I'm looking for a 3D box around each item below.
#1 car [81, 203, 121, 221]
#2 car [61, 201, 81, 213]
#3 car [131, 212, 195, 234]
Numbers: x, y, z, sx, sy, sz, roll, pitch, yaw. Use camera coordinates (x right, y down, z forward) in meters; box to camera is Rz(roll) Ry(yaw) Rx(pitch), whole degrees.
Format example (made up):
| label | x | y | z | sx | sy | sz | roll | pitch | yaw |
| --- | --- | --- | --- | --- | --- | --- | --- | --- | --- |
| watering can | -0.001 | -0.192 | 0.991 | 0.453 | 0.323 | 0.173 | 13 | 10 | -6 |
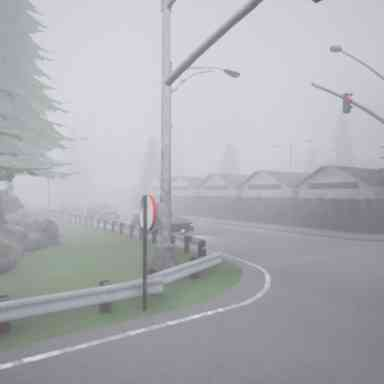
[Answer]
| label | x | y | z | sx | sy | sz | roll | pitch | yaw |
| --- | --- | --- | --- | --- | --- | --- | --- | --- | --- |
| car | -7.942 | 1.759 | 29.427 | 1.837 | 1.490 | 4.892 | 0 | 0 | -35 |
| car | -13.675 | 1.780 | 37.934 | 1.812 | 1.442 | 4.674 | 0 | 0 | -32 |
| car | -2.015 | 1.802 | 20.905 | 2.033 | 1.411 | 5.357 | 0 | 0 | -35 |
